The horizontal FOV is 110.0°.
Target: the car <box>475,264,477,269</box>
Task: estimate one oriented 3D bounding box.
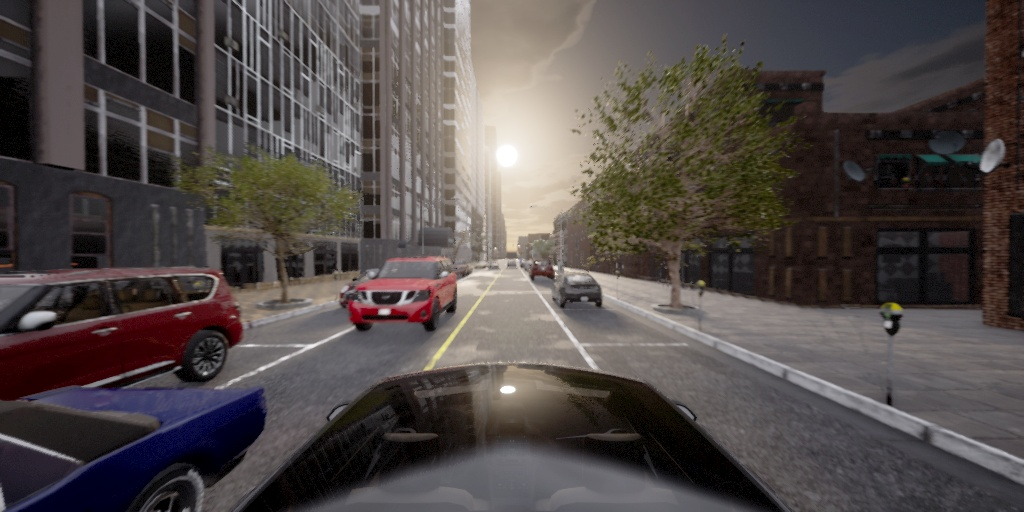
[{"bbox_3d":[-5.729,1.488,43.715,1.751,1.417,4.829,0,0,0],"label":"car"}]

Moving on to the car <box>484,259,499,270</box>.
[{"bbox_3d":[-3.070,1.583,60.395,2.033,1.411,5.357,0,0,0],"label":"car"}]

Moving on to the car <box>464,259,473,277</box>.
[{"bbox_3d":[-5.724,1.251,38.350,2.192,1.841,5.009,0,0,0],"label":"car"}]

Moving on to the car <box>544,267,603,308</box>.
[{"bbox_3d":[2.689,1.360,15.474,2.007,1.370,4.403,0,0,0],"label":"car"}]

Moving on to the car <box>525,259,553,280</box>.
[{"bbox_3d":[2.661,1.206,32.813,2.192,1.841,5.009,0,0,0],"label":"car"}]

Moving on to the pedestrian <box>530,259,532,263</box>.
[{"bbox_3d":[2.946,1.302,57.998,0.375,1.860,0.375,-1,1,-2],"label":"pedestrian"}]

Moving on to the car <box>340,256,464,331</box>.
[{"bbox_3d":[-3.106,1.026,11.548,2.150,2.045,5.566,0,0,0],"label":"car"}]

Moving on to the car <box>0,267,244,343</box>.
[{"bbox_3d":[-5.795,1.091,4.414,2.192,1.841,5.009,0,0,0],"label":"car"}]

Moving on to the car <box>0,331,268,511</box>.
[{"bbox_3d":[-3.101,1.354,0.932,1.895,1.301,4.718,0,0,0],"label":"car"}]

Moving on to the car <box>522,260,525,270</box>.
[{"bbox_3d":[2.950,1.521,55.174,1.812,1.442,4.674,0,0,0],"label":"car"}]
